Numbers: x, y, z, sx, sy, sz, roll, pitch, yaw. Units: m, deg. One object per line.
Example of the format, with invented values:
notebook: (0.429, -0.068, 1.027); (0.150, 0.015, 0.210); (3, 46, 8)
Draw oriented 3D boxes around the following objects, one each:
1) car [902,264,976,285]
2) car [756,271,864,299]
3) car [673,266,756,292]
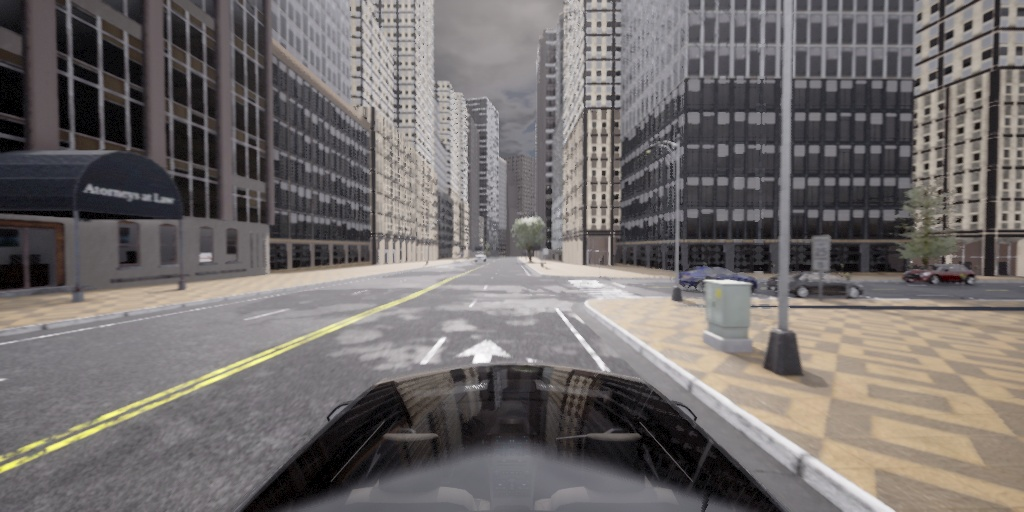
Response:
car: (32.743, 1.349, 27.632); (4.097, 1.591, 1.967); (0, 0, -1)
car: (15.914, 1.479, 18.913); (4.403, 1.370, 2.007); (0, 0, -1)
car: (12.250, 1.356, 21.669); (4.674, 1.442, 1.812); (1, 1, -1)
